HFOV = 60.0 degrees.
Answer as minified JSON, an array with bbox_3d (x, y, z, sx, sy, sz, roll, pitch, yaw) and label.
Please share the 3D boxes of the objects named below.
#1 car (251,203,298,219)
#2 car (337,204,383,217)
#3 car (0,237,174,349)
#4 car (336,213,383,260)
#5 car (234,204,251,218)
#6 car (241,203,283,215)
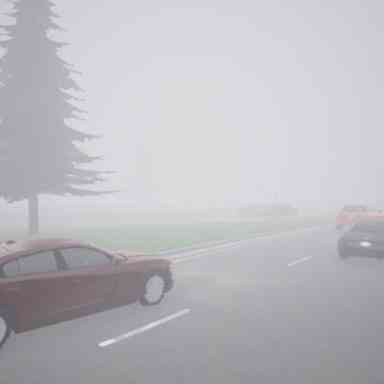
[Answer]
[{"bbox_3d":[8.939,1.986,34.829,4.892,1.490,1.837,0,-1,-30],"label":"car"},{"bbox_3d":[11.545,1.594,22.479,2.097,1.767,4.553,-2,-1,45],"label":"car"},{"bbox_3d":[-2.576,1.625,6.428,5.008,1.535,1.882,0,-1,-44],"label":"car"},{"bbox_3d":[7.025,1.694,12.479,1.994,1.385,4.181,-2,-1,41],"label":"car"},{"bbox_3d":[6.957,2.045,37.714,4.902,1.511,2.128,0,-1,-30],"label":"car"},{"bbox_3d":[9.121,2.165,43.081,5.357,1.411,2.033,0,-1,-32],"label":"car"}]
